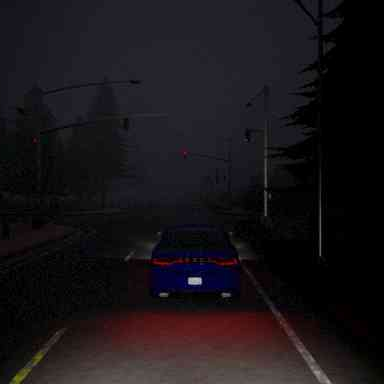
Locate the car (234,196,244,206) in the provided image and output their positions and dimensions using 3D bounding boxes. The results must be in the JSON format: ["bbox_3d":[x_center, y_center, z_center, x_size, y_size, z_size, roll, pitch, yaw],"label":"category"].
[{"bbox_3d":[8.954,1.144,49.511,4.605,1.855,1.932,0,0,0],"label":"car"}]

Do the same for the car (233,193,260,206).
[{"bbox_3d":[8.545,1.146,52.022,3.866,1.878,1.905,0,0,0],"label":"car"}]

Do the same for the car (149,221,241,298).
[{"bbox_3d":[0.079,1.478,8.558,1.882,1.535,5.008,0,0,1],"label":"car"}]
